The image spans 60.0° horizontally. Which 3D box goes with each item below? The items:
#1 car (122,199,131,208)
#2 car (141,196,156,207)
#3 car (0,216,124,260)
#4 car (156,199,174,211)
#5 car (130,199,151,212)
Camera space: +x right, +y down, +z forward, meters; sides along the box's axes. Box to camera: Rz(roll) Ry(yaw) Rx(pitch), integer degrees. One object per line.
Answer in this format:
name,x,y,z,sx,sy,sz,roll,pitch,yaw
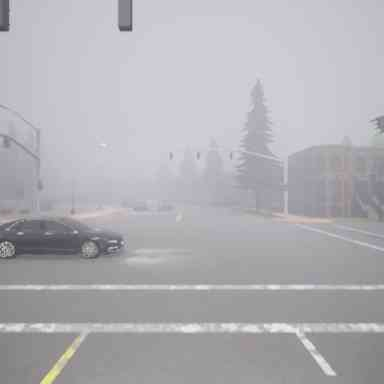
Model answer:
car,-11.751,2.112,62.655,1.882,1.535,5.008,0,-1,-28
car,-8.221,1.864,63.537,2.150,2.045,5.566,0,-1,-27
car,-5.035,1.671,12.440,4.892,1.490,1.837,0,-1,0
car,-3.732,1.837,47.819,2.097,1.767,4.553,0,-1,-7
car,-7.074,2.031,46.131,1.994,1.385,4.181,0,-1,-5
